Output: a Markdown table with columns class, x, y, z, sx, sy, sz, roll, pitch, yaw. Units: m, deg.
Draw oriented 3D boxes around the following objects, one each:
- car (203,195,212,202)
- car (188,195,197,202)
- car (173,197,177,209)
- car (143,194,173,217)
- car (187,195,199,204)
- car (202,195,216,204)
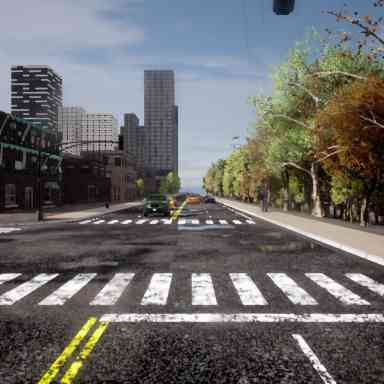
| class | x | y | z | sx | sy | sz | roll | pitch | yaw |
| --- | --- | --- | --- | --- | --- | --- | --- | --- | --- |
| car | 3.364 | 1.471 | 73.109 | 1.837 | 1.490 | 4.892 | 0 | 0 | 0 |
| car | 0.126 | 1.449 | 72.843 | 1.882 | 1.535 | 5.008 | 0 | 0 | 0 |
| car | -3.272 | 1.463 | 42.267 | 1.882 | 1.535 | 5.008 | 0 | 0 | 0 |
| car | -3.293 | 1.212 | 32.085 | 2.150 | 2.045 | 5.566 | 0 | 0 | 0 |
| car | 0.195 | 1.328 | 63.022 | 2.097 | 1.767 | 4.553 | 0 | 0 | 0 |
| car | 3.450 | 1.540 | 63.153 | 1.994 | 1.385 | 4.181 | 0 | 0 | 0 |
